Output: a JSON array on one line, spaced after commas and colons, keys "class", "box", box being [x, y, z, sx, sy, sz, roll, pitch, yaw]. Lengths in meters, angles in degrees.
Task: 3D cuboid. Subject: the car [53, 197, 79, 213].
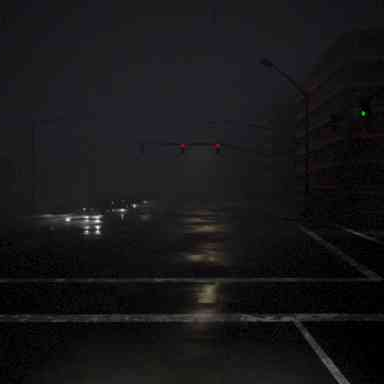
[{"class": "car", "box": [-13.009, 1.346, 35.333, 1.882, 1.535, 5.008, 0, 1, 1]}]

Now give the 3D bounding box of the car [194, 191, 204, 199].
[{"class": "car", "box": [1.601, 0.555, 75.805, 2.097, 1.767, 4.553, 0, 1, 1]}]

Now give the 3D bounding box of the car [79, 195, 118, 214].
[{"class": "car", "box": [-9.521, 1.369, 34.267, 2.128, 1.511, 4.902, 0, 1, 1]}]

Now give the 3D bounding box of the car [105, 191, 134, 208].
[{"class": "car", "box": [-9.404, 1.106, 43.308, 2.097, 1.767, 4.553, 0, 1, 1]}]

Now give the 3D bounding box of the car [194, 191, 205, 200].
[{"class": "car", "box": [1.571, 0.855, 65.415, 2.128, 1.511, 4.902, 0, 1, 1]}]

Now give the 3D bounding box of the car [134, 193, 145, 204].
[{"class": "car", "box": [-9.282, 1.132, 52.953, 2.033, 1.411, 5.357, 0, 1, 1]}]

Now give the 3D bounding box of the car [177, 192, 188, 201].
[{"class": "car", "box": [-1.936, 0.917, 65.146, 2.033, 1.411, 5.357, 0, 1, 1]}]

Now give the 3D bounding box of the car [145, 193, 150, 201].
[{"class": "car", "box": [-9.096, 0.947, 63.488, 2.033, 1.411, 5.357, 0, 1, 1]}]

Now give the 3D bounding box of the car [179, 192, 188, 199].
[{"class": "car", "box": [-1.899, 0.741, 75.797, 2.033, 1.411, 5.357, 0, 1, 1]}]
